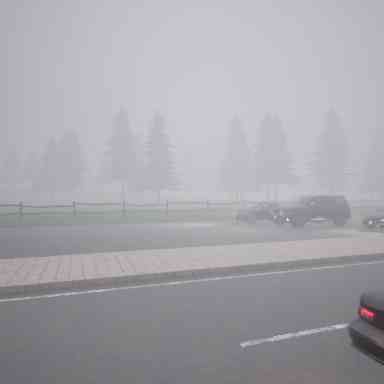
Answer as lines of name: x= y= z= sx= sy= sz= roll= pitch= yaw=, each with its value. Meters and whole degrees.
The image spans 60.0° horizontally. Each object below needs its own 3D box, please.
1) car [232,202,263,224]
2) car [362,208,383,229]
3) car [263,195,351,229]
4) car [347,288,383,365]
car: x=5.313 y=1.496 z=24.679 sx=4.902 sy=1.511 sz=2.128 roll=0 pitch=0 yaw=-21
car: x=12.496 y=1.509 z=19.927 sx=4.892 sy=1.490 sz=1.837 roll=0 pitch=0 yaw=-21
car: x=7.821 y=1.226 z=21.889 sx=5.566 sy=2.045 sz=2.150 roll=0 pitch=0 yaw=-21
car: x=4.680 y=1.548 z=4.418 sx=5.357 sy=1.411 sz=2.033 roll=0 pitch=0 yaw=-21
